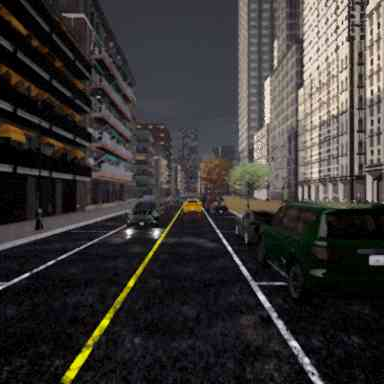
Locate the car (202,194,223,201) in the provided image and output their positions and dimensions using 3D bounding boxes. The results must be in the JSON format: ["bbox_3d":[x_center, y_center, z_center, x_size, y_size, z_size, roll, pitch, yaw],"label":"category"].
[{"bbox_3d":[2.692,1.373,38.655,2.192,1.841,5.009,0,0,0],"label":"car"}]

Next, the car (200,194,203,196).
[{"bbox_3d":[2.690,1.701,71.791,1.947,1.339,4.313,0,0,0],"label":"car"}]

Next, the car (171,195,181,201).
[{"bbox_3d":[-3.002,1.292,63.865,1.812,1.442,4.674,0,0,0],"label":"car"}]

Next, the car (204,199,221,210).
[{"bbox_3d":[2.691,1.635,44.176,1.947,1.339,4.313,0,0,0],"label":"car"}]

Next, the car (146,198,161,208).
[{"bbox_3d":[-5.690,1.605,49.530,1.752,1.417,4.829,0,0,0],"label":"car"}]

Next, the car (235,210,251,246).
[{"bbox_3d":[3.145,1.525,15.209,1.837,1.490,4.892,0,0,0],"label":"car"}]

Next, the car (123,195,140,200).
[{"bbox_3d":[-16.429,1.525,90.296,4.403,1.369,2.008,1,-1,-1],"label":"car"}]

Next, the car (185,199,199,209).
[{"bbox_3d":[0.043,1.678,48.330,1.895,1.301,4.718,0,0,0],"label":"car"}]

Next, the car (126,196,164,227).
[{"bbox_3d":[-3.101,1.384,22.775,2.097,1.767,4.553,0,0,0],"label":"car"}]

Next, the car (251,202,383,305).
[{"bbox_3d":[3.106,1.238,8.239,2.150,2.045,5.566,0,0,0],"label":"car"}]

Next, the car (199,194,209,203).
[{"bbox_3d":[2.690,1.465,77.315,2.192,1.841,5.009,0,0,0],"label":"car"}]

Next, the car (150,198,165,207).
[{"bbox_3d":[-5.691,1.658,55.223,1.947,1.339,4.313,0,0,0],"label":"car"}]

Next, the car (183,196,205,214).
[{"bbox_3d":[0.079,1.531,35.667,1.882,1.535,5.008,0,0,0],"label":"car"}]

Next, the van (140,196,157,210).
[{"bbox_3d":[-5.689,1.410,44.177,1.690,1.788,3.998,0,0,0],"label":"van"}]

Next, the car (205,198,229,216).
[{"bbox_3d":[2.692,1.599,33.131,2.008,1.369,4.403,0,0,0],"label":"car"}]
